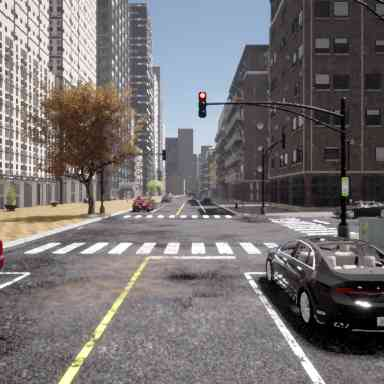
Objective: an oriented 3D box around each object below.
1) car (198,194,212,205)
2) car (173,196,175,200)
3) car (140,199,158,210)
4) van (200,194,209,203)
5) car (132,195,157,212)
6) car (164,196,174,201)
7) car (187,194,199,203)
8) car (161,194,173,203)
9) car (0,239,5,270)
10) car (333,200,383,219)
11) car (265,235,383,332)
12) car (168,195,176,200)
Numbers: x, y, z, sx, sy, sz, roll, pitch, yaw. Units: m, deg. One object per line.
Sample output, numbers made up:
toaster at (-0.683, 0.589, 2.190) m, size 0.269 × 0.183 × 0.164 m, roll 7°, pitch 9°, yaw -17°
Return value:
car at (2.664, 1.610, 61.251) m, size 1.947 × 1.339 × 4.313 m, roll 0°, pitch 0°, yaw 0°
car at (-5.725, 1.386, 77.817) m, size 2.192 × 1.841 × 5.009 m, roll 0°, pitch 0°, yaw 0°
car at (-5.710, 1.592, 44.680) m, size 1.947 × 1.339 × 4.313 m, roll 0°, pitch 0°, yaw 0°
van at (2.658, 1.402, 72.298) m, size 1.690 × 1.788 × 3.998 m, roll 0°, pitch 0°, yaw 0°
car at (-5.708, 1.336, 39.157) m, size 2.192 × 1.841 × 5.009 m, roll 0°, pitch 0°, yaw 0°
car at (-5.727, 1.632, 83.340) m, size 2.008 × 1.369 × 4.403 m, roll 0°, pitch 0°, yaw 0°
car at (-0.030, 1.656, 68.927) m, size 1.895 × 1.301 × 4.718 m, roll 0°, pitch 0°, yaw 0°
car at (-5.722, 1.627, 72.294) m, size 1.947 × 1.339 × 4.313 m, roll 0°, pitch 0°, yaw 0°
car at (-5.694, 1.545, 6.769) m, size 1.887 × 1.381 × 4.507 m, roll 0°, pitch 0°, yaw 0°
car at (13.415, 1.350, 26.183) m, size 4.403 × 1.369 × 2.008 m, roll -1°, pitch 1°, yaw -1°
car at (2.687, 1.551, 6.772) m, size 2.008 × 1.369 × 4.403 m, roll 0°, pitch 0°, yaw 0°
car at (-5.732, 1.654, 94.385) m, size 2.008 × 1.369 × 4.403 m, roll 0°, pitch 0°, yaw 0°
